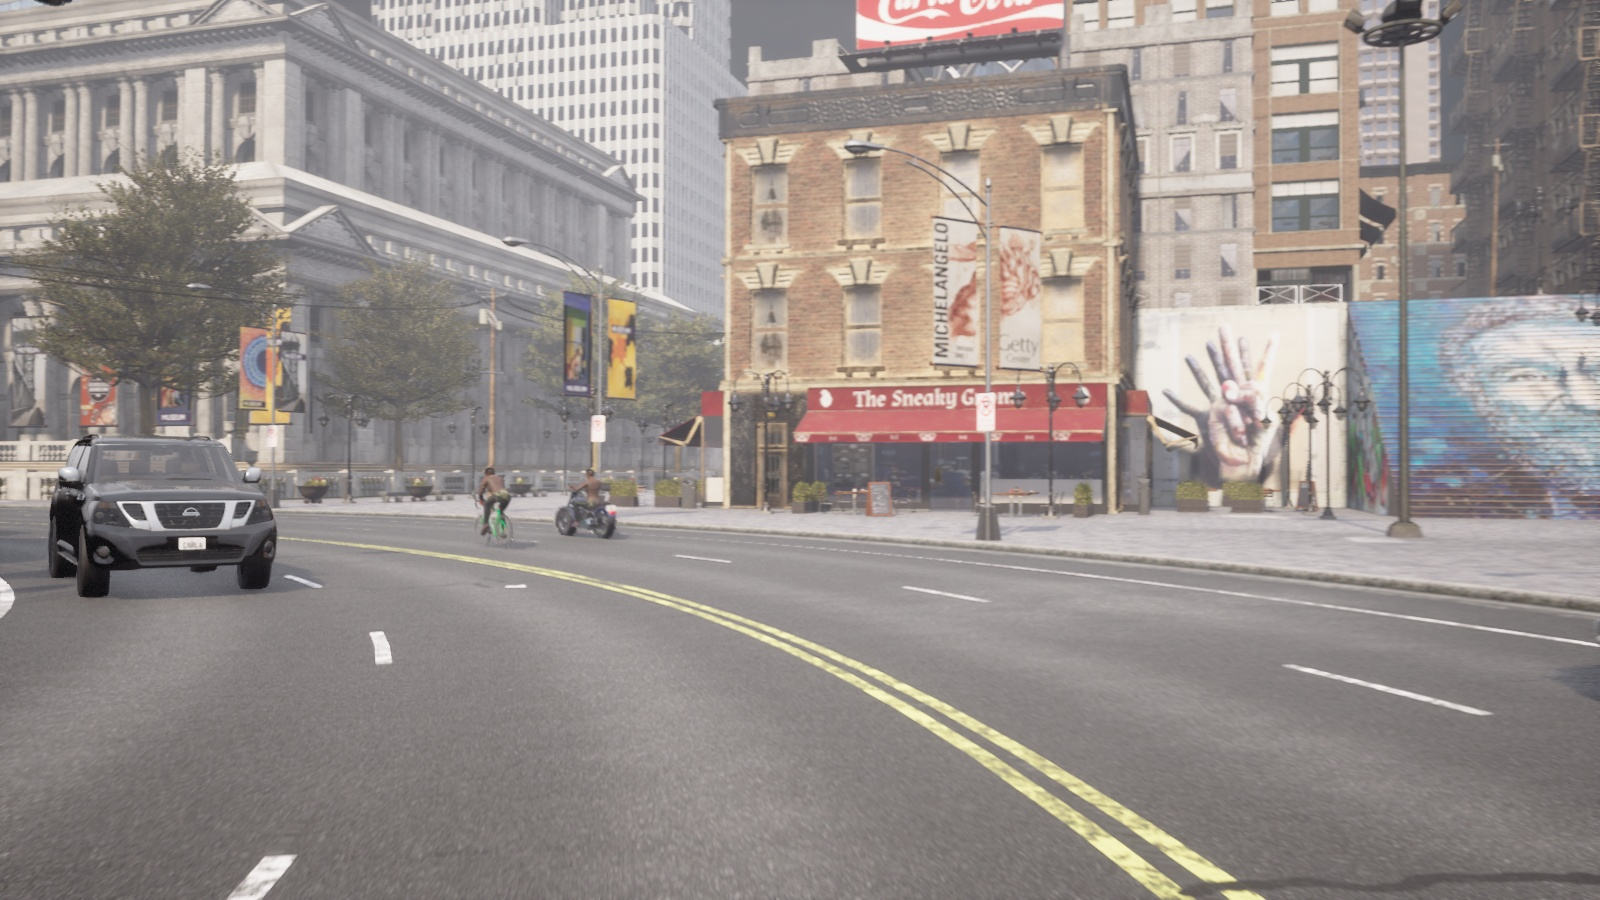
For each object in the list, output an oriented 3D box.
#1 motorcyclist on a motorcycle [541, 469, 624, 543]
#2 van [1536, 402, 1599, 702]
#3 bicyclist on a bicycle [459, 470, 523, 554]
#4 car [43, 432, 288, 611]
[{"bbox_3d":[-5.101,1.283,29.341,0.766,1.649,2.350,0,-1,-42],"label":"motorcyclist on a motorcycle"},{"bbox_3d":[6.413,0.648,6.806,1.775,1.987,4.442,0,-1,-8],"label":"van"},{"bbox_3d":[-6.236,1.224,25.279,0.582,1.620,1.656,0,-1,-40],"label":"bicyclist on a bicycle"},{"bbox_3d":[-8.885,0.869,17.277,2.150,2.045,5.566,0,-1,-36],"label":"car"}]
